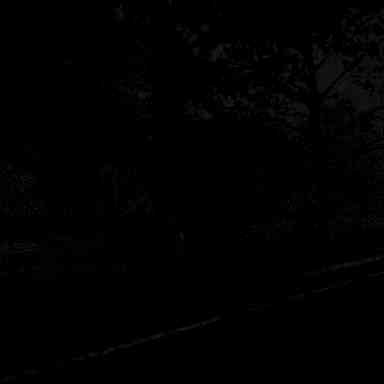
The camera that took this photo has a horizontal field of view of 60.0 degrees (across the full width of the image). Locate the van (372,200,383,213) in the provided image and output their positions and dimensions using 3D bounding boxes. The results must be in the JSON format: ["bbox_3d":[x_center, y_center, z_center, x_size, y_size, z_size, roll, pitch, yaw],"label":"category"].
[{"bbox_3d":[28.873,2.209,49.674,1.878,1.987,4.442,3,-2,-36],"label":"van"}]
